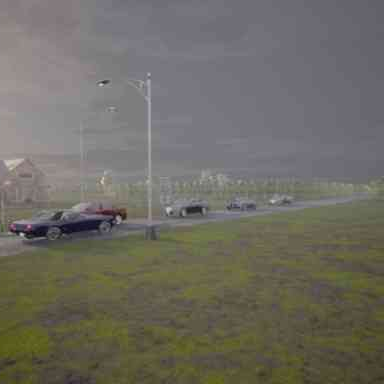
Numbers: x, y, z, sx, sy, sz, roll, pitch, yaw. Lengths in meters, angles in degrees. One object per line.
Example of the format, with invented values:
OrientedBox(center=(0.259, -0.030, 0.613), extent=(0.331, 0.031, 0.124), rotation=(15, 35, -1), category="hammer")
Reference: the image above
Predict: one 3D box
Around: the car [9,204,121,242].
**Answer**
OrientedBox(center=(-5.953, 1.486, 15.938), extent=(1.895, 1.301, 4.718), rotation=(0, 0, 33), category="car")

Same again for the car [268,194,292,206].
OrientedBox(center=(11.933, 1.080, 44.735), extent=(2.128, 1.511, 4.902), rotation=(0, 1, 37), category="car")

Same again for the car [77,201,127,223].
OrientedBox(center=(-6.230, 1.340, 20.223), extent=(1.882, 1.535, 5.008), rotation=(0, 0, 36), category="car")

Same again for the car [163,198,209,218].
OrientedBox(center=(-0.432, 1.266, 28.072), extent=(2.128, 1.511, 4.902), rotation=(0, 0, 36), category="car")

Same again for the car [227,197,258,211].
OrientedBox(center=(5.460, 1.251, 36.031), extent=(1.994, 1.385, 4.181), rotation=(0, 0, 37), category="car")
